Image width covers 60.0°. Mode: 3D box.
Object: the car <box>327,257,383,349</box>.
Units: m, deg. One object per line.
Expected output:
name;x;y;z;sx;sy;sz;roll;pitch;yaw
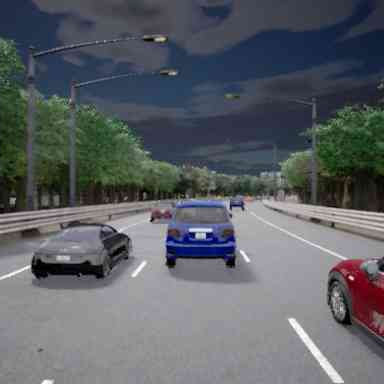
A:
car;3.546;1.402;4.374;2.097;1.767;4.553;0;-1;1

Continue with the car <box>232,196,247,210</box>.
car;7.054;1.751;52.389;2.150;2.045;5.566;0;-1;8

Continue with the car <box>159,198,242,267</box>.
car;0.323;1.344;11.990;2.150;2.045;5.566;0;-1;2

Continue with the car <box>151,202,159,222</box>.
car;-2.246;1.647;29.355;2.097;1.767;4.553;0;-1;4

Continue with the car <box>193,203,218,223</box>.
car;1.312;1.799;30.020;2.128;1.511;4.902;0;-1;4

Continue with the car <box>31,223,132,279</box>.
car;-3.208;1.666;10.438;1.994;1.385;4.181;0;-1;2
